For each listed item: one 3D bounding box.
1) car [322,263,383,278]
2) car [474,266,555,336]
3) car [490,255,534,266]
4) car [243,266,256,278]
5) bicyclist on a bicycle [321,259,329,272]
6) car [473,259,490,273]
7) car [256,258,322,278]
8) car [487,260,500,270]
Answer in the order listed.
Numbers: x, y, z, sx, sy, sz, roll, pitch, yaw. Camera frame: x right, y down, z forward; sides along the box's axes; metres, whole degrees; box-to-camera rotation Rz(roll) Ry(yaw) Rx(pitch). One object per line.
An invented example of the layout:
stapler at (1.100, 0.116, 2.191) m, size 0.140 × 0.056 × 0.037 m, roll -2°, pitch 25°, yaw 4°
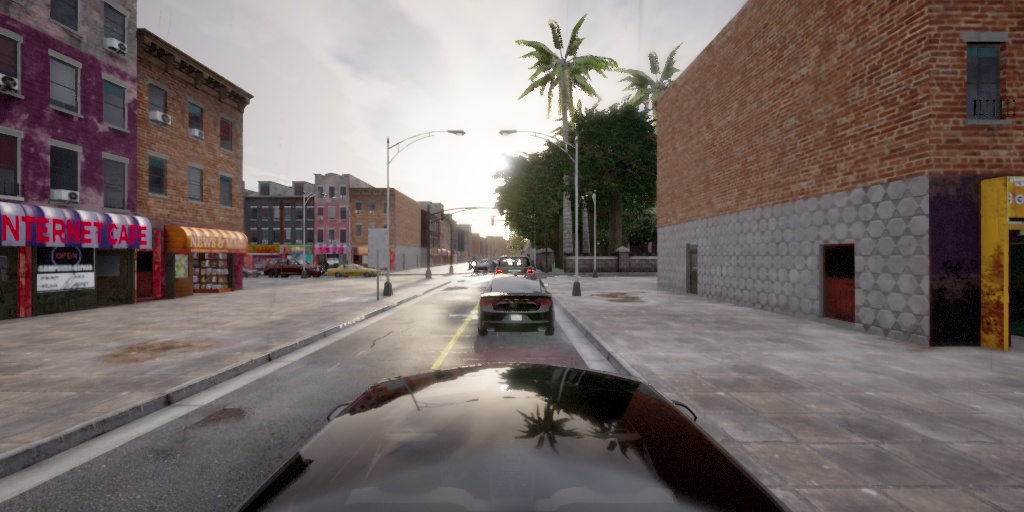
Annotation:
car at (-14.441, 1.324, 33.040) m, size 4.829 × 1.417 × 1.751 m, roll 0°, pitch 0°, yaw 0°
car at (0.099, 1.230, 10.494) m, size 1.882 × 1.535 × 5.008 m, roll 0°, pitch 0°, yaw 0°
car at (0.102, 0.980, 20.463) m, size 2.150 × 2.045 × 5.566 m, roll 0°, pitch 0°, yaw -1°
car at (-25.515, 1.409, 33.026) m, size 4.207 × 1.307 × 1.802 m, roll 0°, pitch 0°, yaw 0°
bicyclist on a bicycle at (-20.145, 1.124, 38.679) m, size 0.582 × 1.620 × 1.656 m, roll 0°, pitch 0°, yaw 0°
car at (-3.192, 1.135, 42.234) m, size 2.097 × 1.767 × 4.553 m, roll 0°, pitch 0°, yaw 5°
car at (-20.062, 1.128, 33.033) m, size 5.009 × 1.841 × 2.192 m, roll 0°, pitch 0°, yaw 0°
car at (-2.854, 1.325, 55.946) m, size 1.812 × 1.442 × 4.674 m, roll 0°, pitch 0°, yaw 0°
